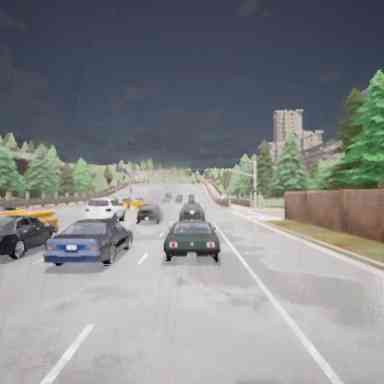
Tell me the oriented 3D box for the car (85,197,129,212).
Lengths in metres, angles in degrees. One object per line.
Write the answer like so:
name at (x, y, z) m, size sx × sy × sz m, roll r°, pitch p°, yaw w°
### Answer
car at (-6.988, 1.522, 27.226) m, size 2.150 × 2.045 × 5.566 m, roll 0°, pitch 0°, yaw 0°

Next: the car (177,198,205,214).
car at (0.021, 1.657, 28.067) m, size 2.097 × 1.767 × 4.553 m, roll 0°, pitch -1°, yaw 0°

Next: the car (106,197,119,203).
car at (-21.097, 2.168, 88.543) m, size 2.033 × 1.411 × 5.357 m, roll 0°, pitch 2°, yaw 0°

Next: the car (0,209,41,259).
car at (-6.981, 1.652, 13.144) m, size 1.837 × 1.490 × 4.892 m, roll 0°, pitch 0°, yaw 0°

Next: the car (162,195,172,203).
car at (-7.104, 2.144, 89.727) m, size 1.895 × 1.301 × 4.718 m, roll 0°, pitch 3°, yaw 0°

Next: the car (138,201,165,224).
car at (-3.478, 1.815, 28.161) m, size 1.837 × 1.490 × 4.892 m, roll 0°, pitch 0°, yaw 1°

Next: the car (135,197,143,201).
car at (-14.097, 2.152, 88.581) m, size 1.812 × 1.442 × 4.674 m, roll 0°, pitch 2°, yaw 0°

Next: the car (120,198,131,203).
car at (-17.597, 2.224, 88.534) m, size 1.895 × 1.301 × 4.718 m, roll 0°, pitch 2°, yaw 0°

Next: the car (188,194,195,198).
car at (-0.104, 2.091, 89.733) m, size 2.033 × 1.411 × 5.357 m, roll 0°, pitch 3°, yaw 0°

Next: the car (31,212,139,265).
car at (-3.490, 1.682, 12.165) m, size 2.033 × 1.411 × 5.357 m, roll 0°, pitch -1°, yaw 0°

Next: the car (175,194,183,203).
car at (-3.604, 2.076, 89.713) m, size 2.128 × 1.511 × 4.902 m, roll 0°, pitch 3°, yaw 0°

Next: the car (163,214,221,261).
car at (0.017, 1.743, 12.888) m, size 1.895 × 1.301 × 4.718 m, roll 0°, pitch -1°, yaw 0°

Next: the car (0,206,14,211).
car at (-14.022, 1.789, 24.038) m, size 1.812 × 1.442 × 4.674 m, roll 0°, pitch -1°, yaw 0°
